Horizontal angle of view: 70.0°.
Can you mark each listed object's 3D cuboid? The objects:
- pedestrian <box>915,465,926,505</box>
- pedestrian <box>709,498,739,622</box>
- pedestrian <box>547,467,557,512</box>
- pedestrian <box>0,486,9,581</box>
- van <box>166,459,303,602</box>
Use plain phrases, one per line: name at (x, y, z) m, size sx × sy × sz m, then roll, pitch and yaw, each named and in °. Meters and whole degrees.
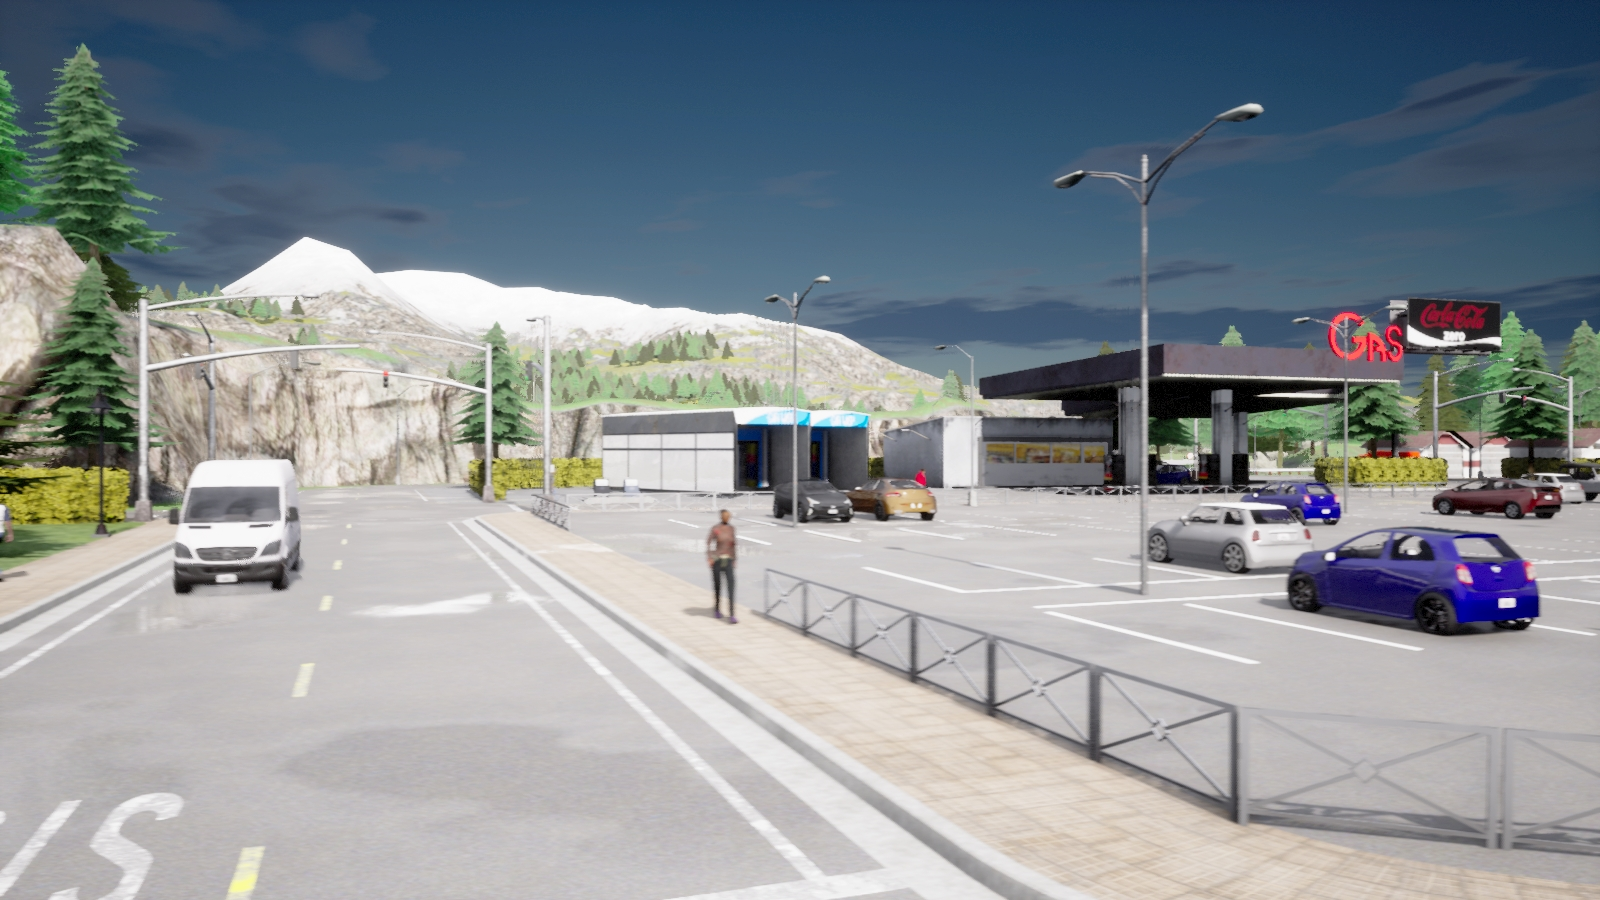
pedestrian at (5.643, 1.628, 53.457) m, size 0.375 × 1.860 × 0.375 m, roll 0°, pitch 0°, yaw -19°
pedestrian at (-1.161, 1.668, 17.451) m, size 0.375 × 1.860 × 0.375 m, roll 0°, pitch 0°, yaw -19°
pedestrian at (-10.331, 1.628, 47.635) m, size 0.375 × 1.860 × 0.375 m, roll 0°, pitch 0°, yaw -21°
pedestrian at (-16.000, 1.656, 22.689) m, size 0.375 × 1.860 × 0.375 m, roll 0°, pitch 0°, yaw 37°
van at (-11.693, 1.494, 23.989) m, size 1.988 × 2.561 × 5.915 m, roll 0°, pitch 0°, yaw -21°
